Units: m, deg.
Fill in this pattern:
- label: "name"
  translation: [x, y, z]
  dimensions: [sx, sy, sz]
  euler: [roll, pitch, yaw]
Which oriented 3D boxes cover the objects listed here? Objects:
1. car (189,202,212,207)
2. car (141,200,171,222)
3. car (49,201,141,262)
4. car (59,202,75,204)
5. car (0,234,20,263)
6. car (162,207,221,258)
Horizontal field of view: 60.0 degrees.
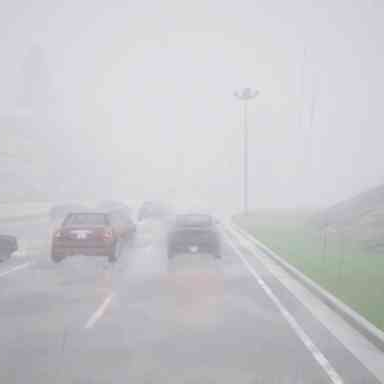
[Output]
- label: "car"
  translation: [0.687, 1.629, 28.837]
  dimensions: [1.812, 1.442, 4.674]
  euler: [0, 0, 8]
- label: "car"
  translation: [-2.971, 1.450, 27.564]
  dimensions: [2.097, 1.767, 4.553]
  euler: [0, 0, 6]
- label: "car"
  translation: [-3.431, 1.397, 12.495]
  dimensions: [2.097, 1.767, 4.553]
  euler: [0, 0, 0]
- label: "car"
  translation: [-10.091, 1.592, 27.884]
  dimensions: [2.128, 1.511, 4.902]
  euler: [0, 0, 5]
- label: "car"
  translation: [-6.955, 1.581, 9.153]
  dimensions: [2.033, 1.411, 5.357]
  euler: [0, 0, 1]
- label: "car"
  translation: [0.072, 1.553, 12.978]
  dimensions: [1.837, 1.490, 4.892]
  euler: [0, 0, 0]
